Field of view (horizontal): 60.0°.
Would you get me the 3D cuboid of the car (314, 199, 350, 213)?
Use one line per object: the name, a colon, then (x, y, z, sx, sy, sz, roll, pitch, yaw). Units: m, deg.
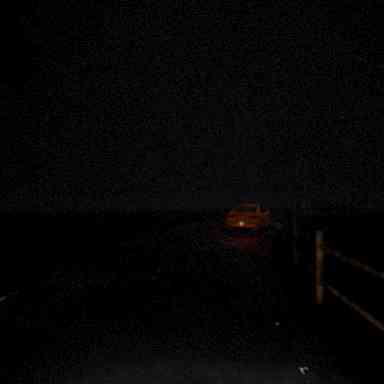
car: (15.405, 1.465, 36.634, 5.357, 1.411, 2.033, 0, 0, -41)

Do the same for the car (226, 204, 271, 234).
car: (3.333, 1.433, 19.052, 1.882, 1.535, 5.008, 0, 0, 20)
